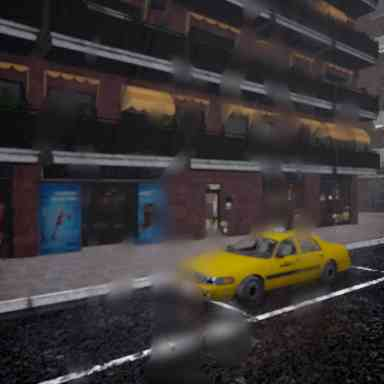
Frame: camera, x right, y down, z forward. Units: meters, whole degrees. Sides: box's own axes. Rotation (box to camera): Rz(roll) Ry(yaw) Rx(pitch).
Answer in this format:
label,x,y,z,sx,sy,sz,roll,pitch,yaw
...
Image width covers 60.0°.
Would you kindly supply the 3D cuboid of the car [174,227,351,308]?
label,x,y,z,sx,sy,sz,roll,pitch,yaw
car,1.878,1.539,7.917,4.829,1.417,1.752,0,-1,-36
